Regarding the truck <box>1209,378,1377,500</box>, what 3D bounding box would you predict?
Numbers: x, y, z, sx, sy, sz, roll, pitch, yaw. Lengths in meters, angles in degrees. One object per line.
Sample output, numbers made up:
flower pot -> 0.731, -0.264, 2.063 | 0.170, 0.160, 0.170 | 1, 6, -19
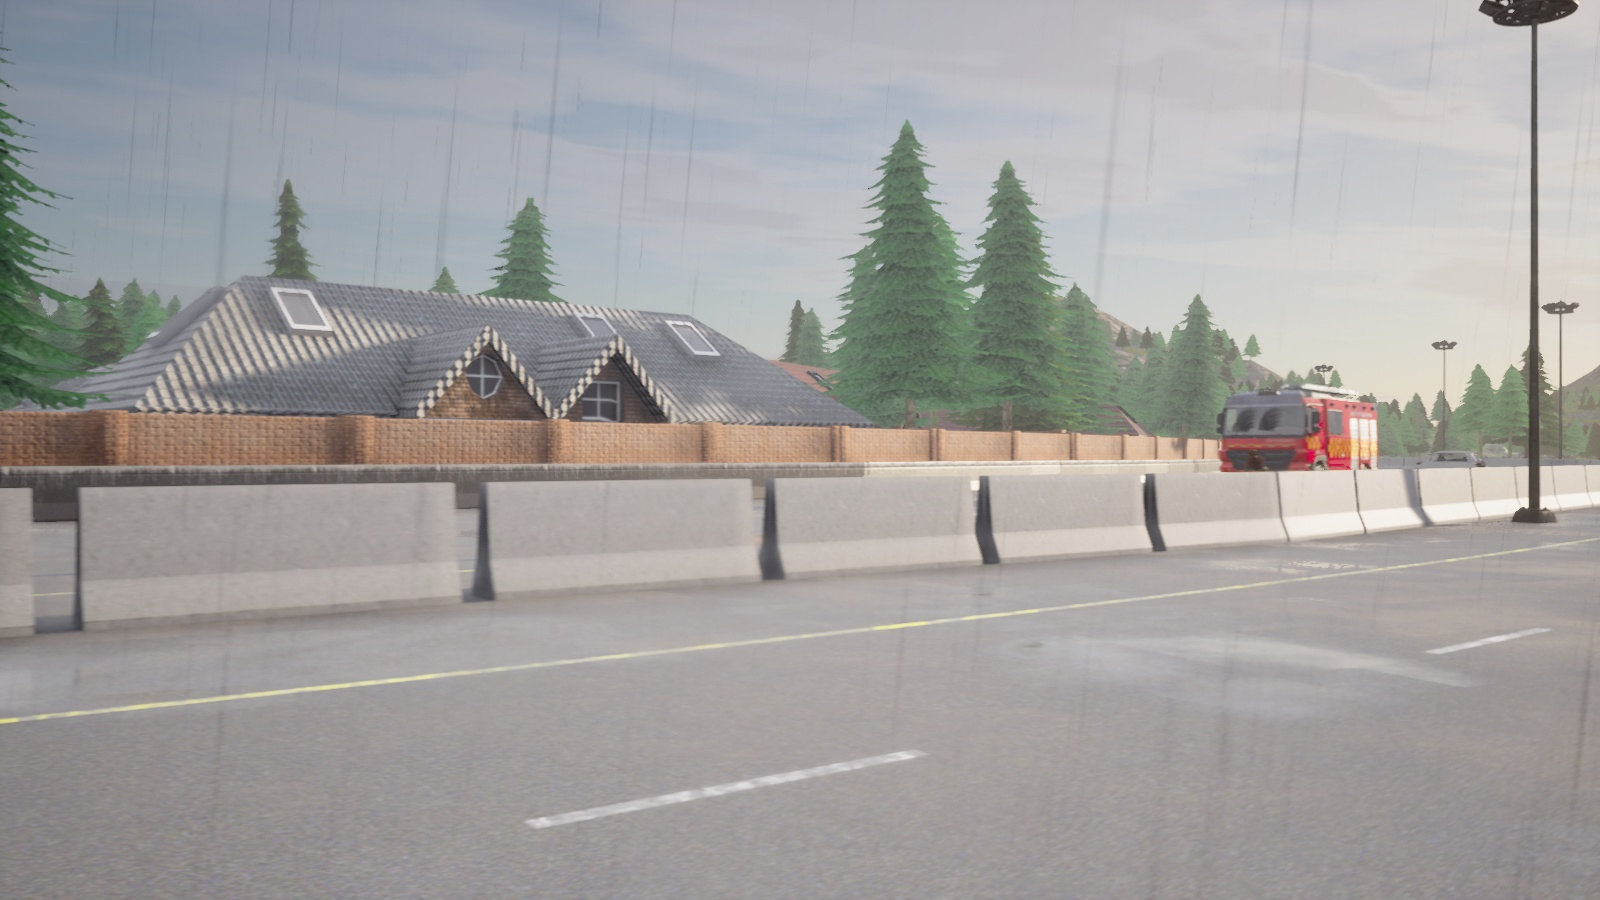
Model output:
truck -> 17.184, -0.346, 43.393 | 2.891, 3.827, 8.468 | 0, 0, 40

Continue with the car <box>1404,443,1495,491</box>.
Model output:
car -> 24.032, 0.590, 46.392 | 2.152, 1.651, 5.027 | 0, 0, 37
